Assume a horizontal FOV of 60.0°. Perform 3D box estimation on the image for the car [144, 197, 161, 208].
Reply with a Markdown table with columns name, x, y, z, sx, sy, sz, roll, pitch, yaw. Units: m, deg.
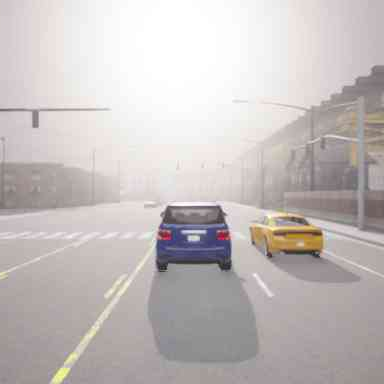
| name | x | y | z | sx | sy | sz | roll | pitch | yaw |
| --- | --- | --- | --- | --- | --- | --- | --- | --- | --- |
| car | -7.062 | 1.999 | 57.268 | 2.033 | 1.411 | 5.357 | 0 | 0 | 0 |

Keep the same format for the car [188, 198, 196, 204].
| name | x | y | z | sx | sy | sz | roll | pitch | yaw |
| --- | --- | --- | --- | --- | --- | --- | --- | --- | --- |
| car | 0.016 | 2.179 | 81.127 | 2.033 | 1.411 | 5.357 | 0 | 0 | 0 |

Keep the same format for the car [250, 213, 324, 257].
| name | x | y | z | sx | sy | sz | roll | pitch | yaw |
| --- | --- | --- | --- | --- | --- | --- | --- | --- | --- |
| car | 3.582 | 1.583 | 13.397 | 1.882 | 1.535 | 5.008 | 0 | 0 | 0 |

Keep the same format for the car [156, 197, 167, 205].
| name | x | y | z | sx | sy | sz | roll | pitch | yaw |
| --- | --- | --- | --- | --- | --- | --- | --- | --- | --- |
| car | -6.985 | 1.964 | 77.201 | 2.097 | 1.767 | 4.553 | 0 | 0 | 0 |

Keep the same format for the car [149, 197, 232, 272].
| name | x | y | z | sx | sy | sz | roll | pitch | yaw |
| --- | --- | --- | --- | --- | --- | --- | --- | --- | --- |
| car | 0.067 | 1.311 | 11.271 | 2.150 | 2.045 | 5.566 | 0 | 0 | 0 |
